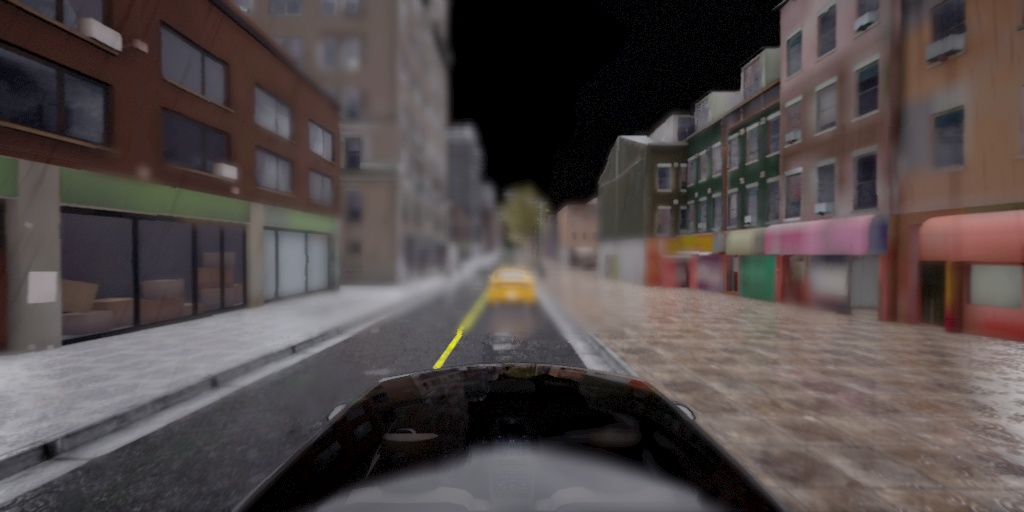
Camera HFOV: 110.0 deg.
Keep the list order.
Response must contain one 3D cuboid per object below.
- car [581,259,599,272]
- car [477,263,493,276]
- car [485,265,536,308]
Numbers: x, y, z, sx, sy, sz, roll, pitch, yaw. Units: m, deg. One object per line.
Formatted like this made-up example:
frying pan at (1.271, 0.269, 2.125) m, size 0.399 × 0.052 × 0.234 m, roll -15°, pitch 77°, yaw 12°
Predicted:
car at (12.687, 1.346, 52.574) m, size 5.009 × 1.841 × 2.192 m, roll 0°, pitch 0°, yaw 0°
car at (-2.780, 1.500, 40.544) m, size 1.994 × 1.385 × 4.181 m, roll 0°, pitch 0°, yaw 0°
car at (0.020, 1.350, 16.084) m, size 1.882 × 1.535 × 5.008 m, roll 0°, pitch 0°, yaw 0°
